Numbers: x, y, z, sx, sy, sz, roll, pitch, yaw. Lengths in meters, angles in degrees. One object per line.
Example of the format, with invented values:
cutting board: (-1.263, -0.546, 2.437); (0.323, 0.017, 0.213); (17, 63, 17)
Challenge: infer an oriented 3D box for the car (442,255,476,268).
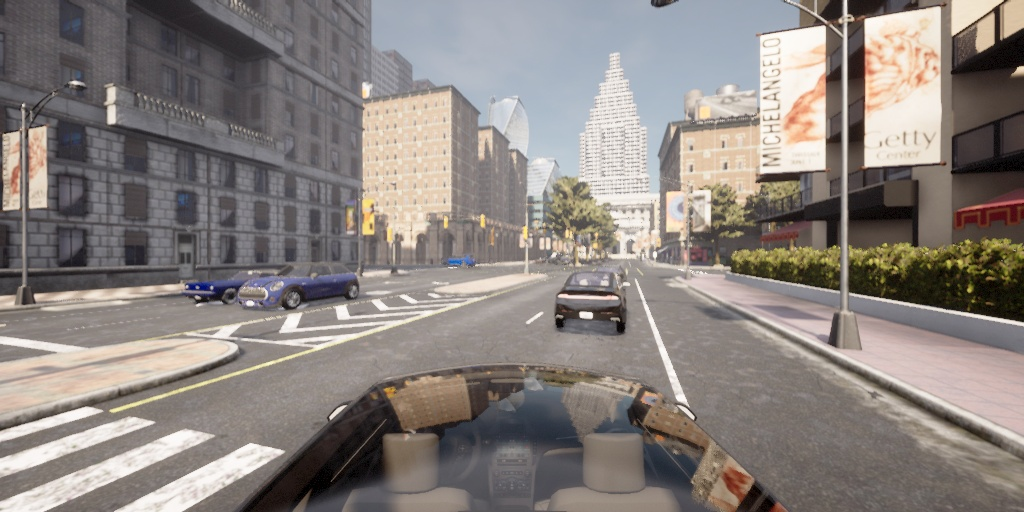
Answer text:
car: (-8.633, 0.826, 58.229); (5.566, 2.045, 2.150); (0, 0, 22)

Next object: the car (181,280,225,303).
car: (-11.736, 1.318, 16.243); (1.895, 1.301, 4.718); (0, 0, 18)

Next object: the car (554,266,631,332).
car: (2.524, 1.215, 10.946); (2.128, 1.511, 4.902); (0, 0, 18)

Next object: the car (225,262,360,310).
car: (-8.532, 1.072, 14.757); (2.097, 1.767, 4.553); (0, 0, 18)
